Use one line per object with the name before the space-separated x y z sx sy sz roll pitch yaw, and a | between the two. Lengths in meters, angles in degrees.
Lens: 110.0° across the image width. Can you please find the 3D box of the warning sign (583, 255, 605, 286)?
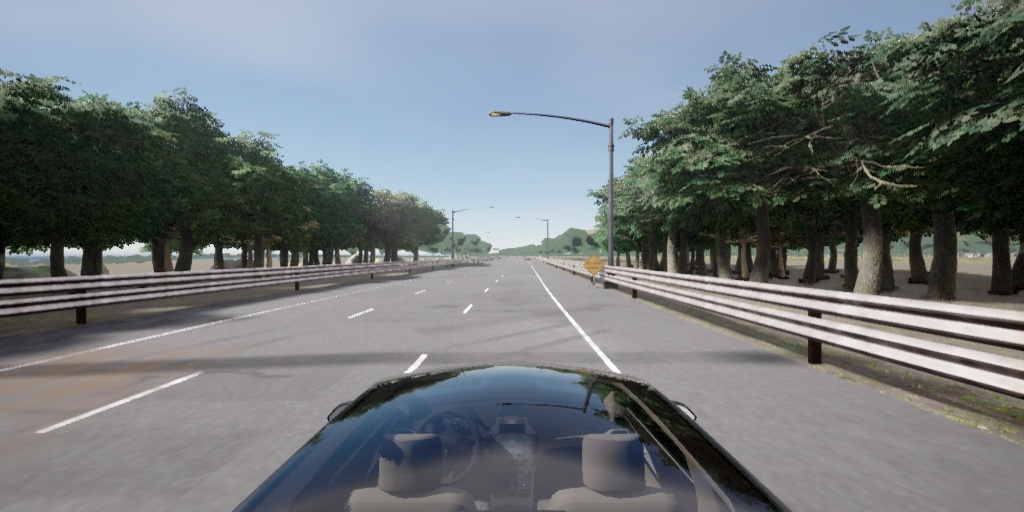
warning sign | 4.865 0.838 21.326 1.300 1.860 1.060 0 0 2
